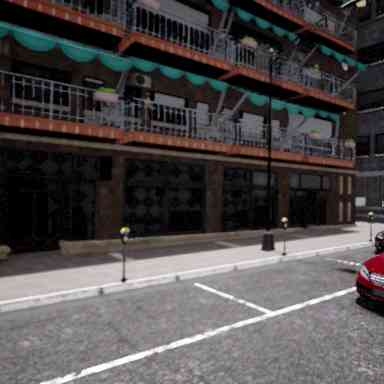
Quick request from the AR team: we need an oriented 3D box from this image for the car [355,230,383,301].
[{"bbox_3d":[5.494,1.557,7.284,4.674,1.442,1.812,0,0,-35],"label":"car"}]
